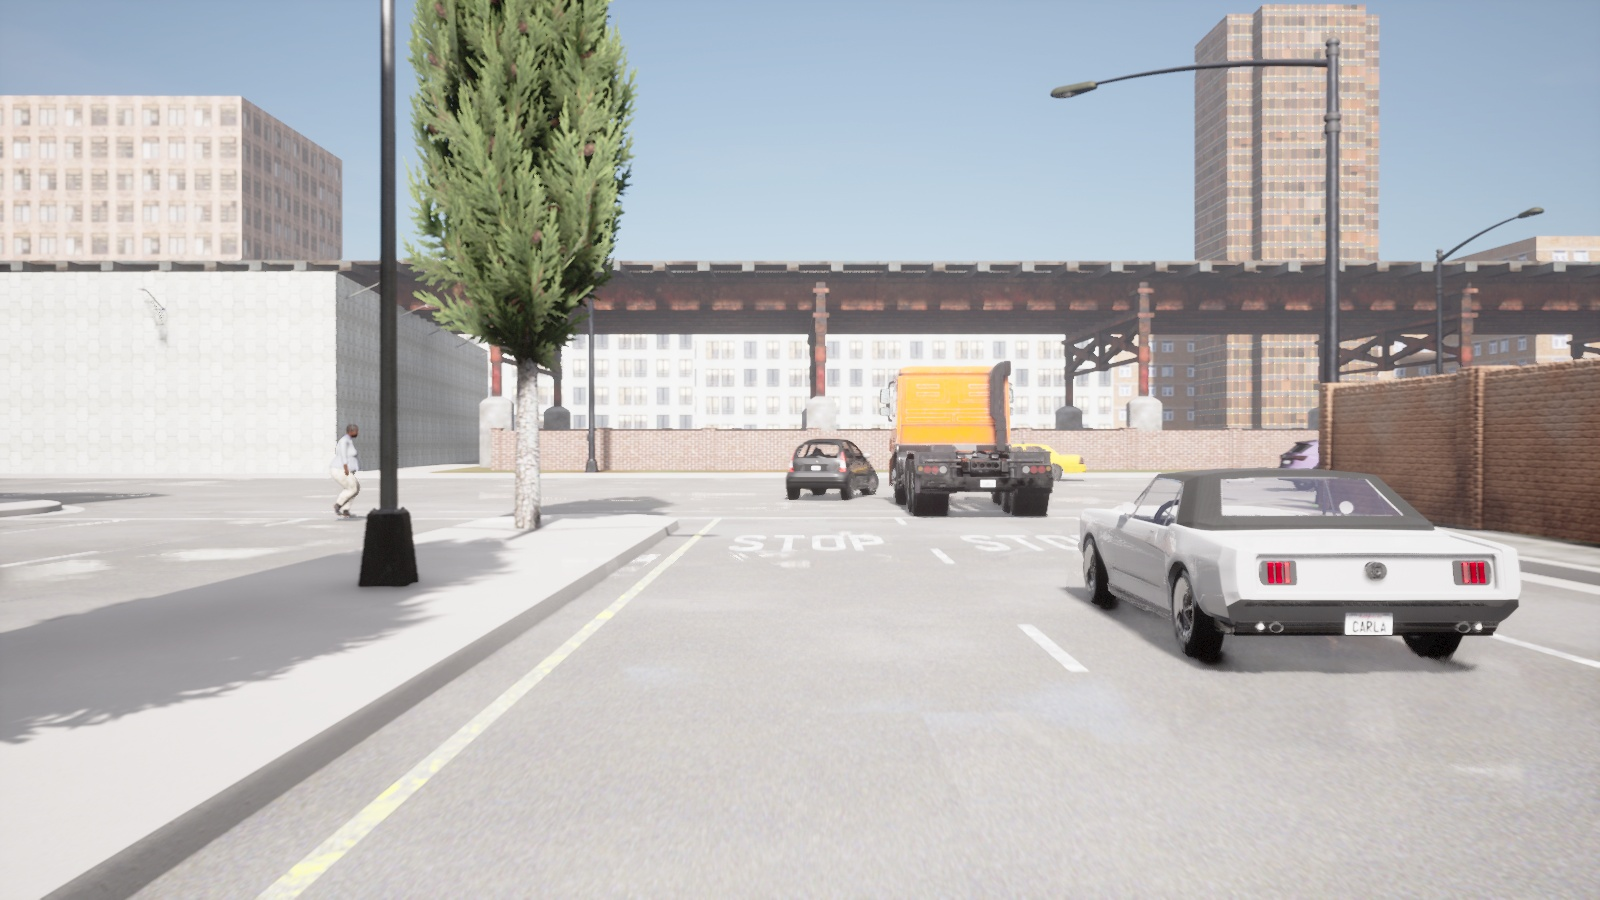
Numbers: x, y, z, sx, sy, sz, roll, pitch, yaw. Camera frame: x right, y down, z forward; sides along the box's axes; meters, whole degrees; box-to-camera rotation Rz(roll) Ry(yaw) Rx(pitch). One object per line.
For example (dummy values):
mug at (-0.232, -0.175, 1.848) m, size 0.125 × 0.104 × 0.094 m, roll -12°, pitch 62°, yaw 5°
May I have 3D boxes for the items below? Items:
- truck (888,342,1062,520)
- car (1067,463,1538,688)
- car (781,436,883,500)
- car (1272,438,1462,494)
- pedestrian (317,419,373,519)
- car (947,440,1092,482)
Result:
truck at (3.681, -0.393, 28.415) m, size 2.891 × 3.462 × 7.936 m, roll 0°, pitch 0°, yaw 0°
car at (3.572, 0.793, 10.041) m, size 1.895 × 1.301 × 4.718 m, roll 0°, pitch 0°, yaw 0°
car at (0.941, 0.451, 34.400) m, size 1.851 × 1.617 × 3.988 m, roll 0°, pitch 0°, yaw 16°
car at (17.192, 0.473, 38.245) m, size 4.856 × 1.649 × 2.033 m, roll 0°, pitch 0°, yaw 1°
pedestrian at (-8.630, 0.350, 23.861) m, size 0.900 × 1.855 × 0.874 m, roll 0°, pitch 0°, yaw -12°
car at (8.481, 0.417, 48.866) m, size 5.366 × 1.575 × 1.801 m, roll 0°, pitch 0°, yaw 1°
